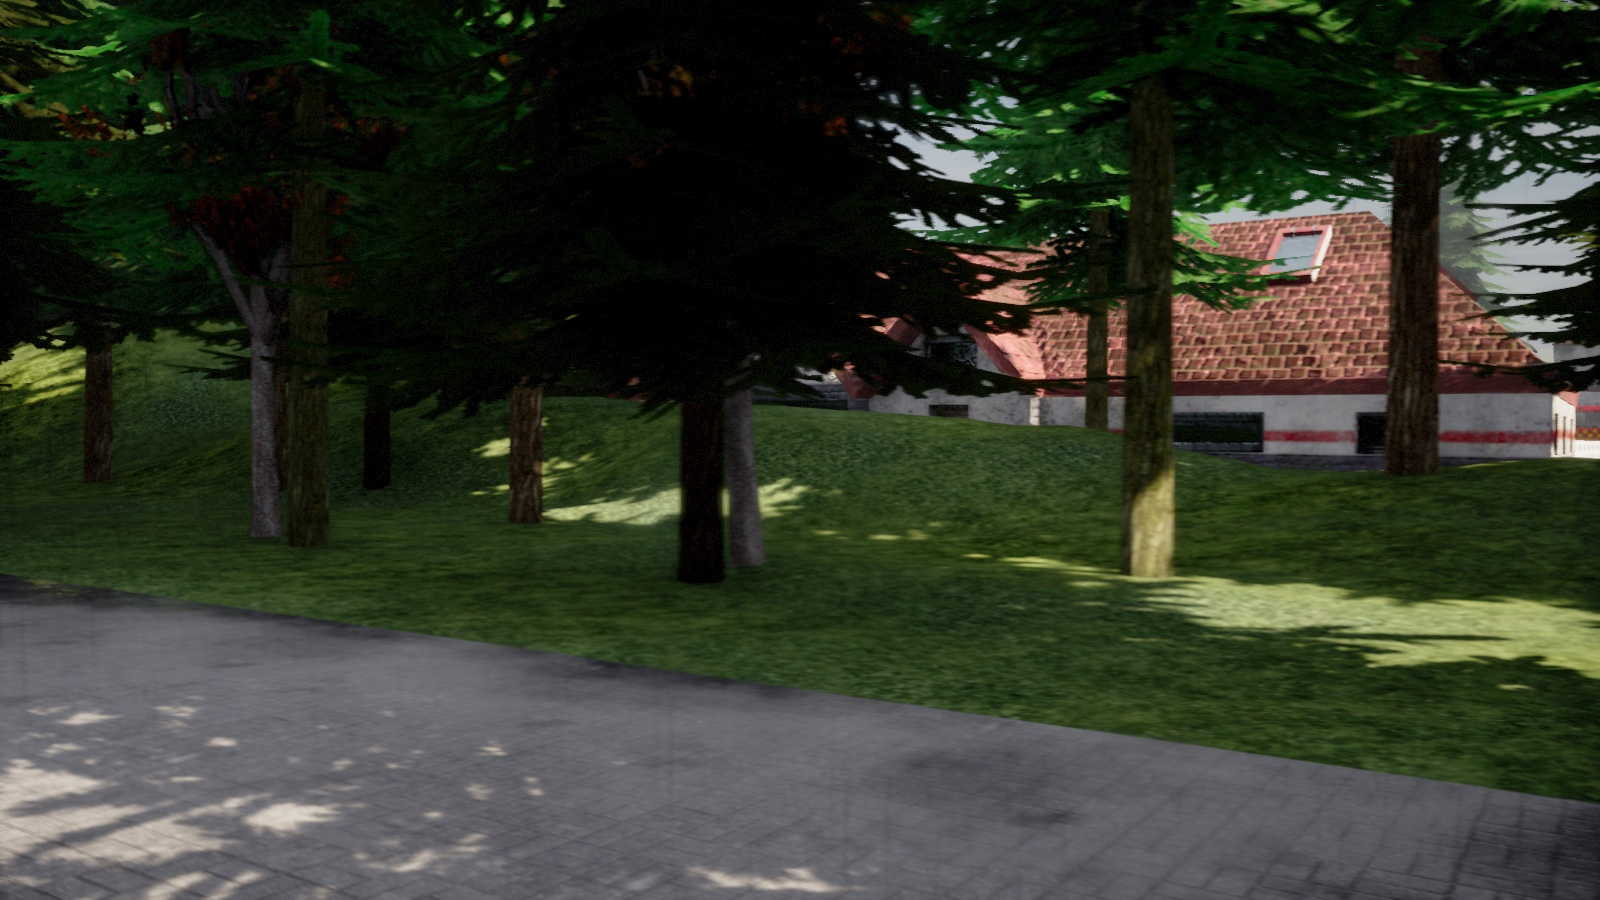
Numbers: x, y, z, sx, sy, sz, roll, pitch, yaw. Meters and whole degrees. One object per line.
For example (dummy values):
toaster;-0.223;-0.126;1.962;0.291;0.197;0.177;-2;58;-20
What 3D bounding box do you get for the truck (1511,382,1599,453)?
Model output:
truck;43.964;-1.772;68.834;8.468;3.827;2.891;0;1;34
